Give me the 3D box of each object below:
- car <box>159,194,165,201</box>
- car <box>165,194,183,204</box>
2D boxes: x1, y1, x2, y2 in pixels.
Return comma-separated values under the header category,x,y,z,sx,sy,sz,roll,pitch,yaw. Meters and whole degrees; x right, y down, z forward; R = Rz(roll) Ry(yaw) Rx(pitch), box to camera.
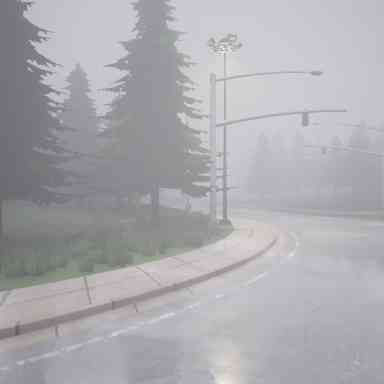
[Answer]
category,x,y,z,sx,sy,sz,roll,pitch,yaw
car,-7.009,1.186,75.146,2.150,2.045,5.566,0,0,-21
car,-3.147,1.547,65.400,2.033,1.411,5.357,0,0,-21
